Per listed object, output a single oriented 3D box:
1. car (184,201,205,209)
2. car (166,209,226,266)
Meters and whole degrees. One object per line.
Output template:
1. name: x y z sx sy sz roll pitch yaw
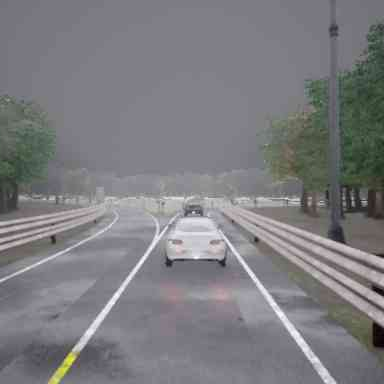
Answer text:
1. car: 0.227 1.668 33.407 1.837 1.490 4.892 -1 0 2
2. car: 0.121 1.551 11.503 1.812 1.442 4.674 0 0 0
